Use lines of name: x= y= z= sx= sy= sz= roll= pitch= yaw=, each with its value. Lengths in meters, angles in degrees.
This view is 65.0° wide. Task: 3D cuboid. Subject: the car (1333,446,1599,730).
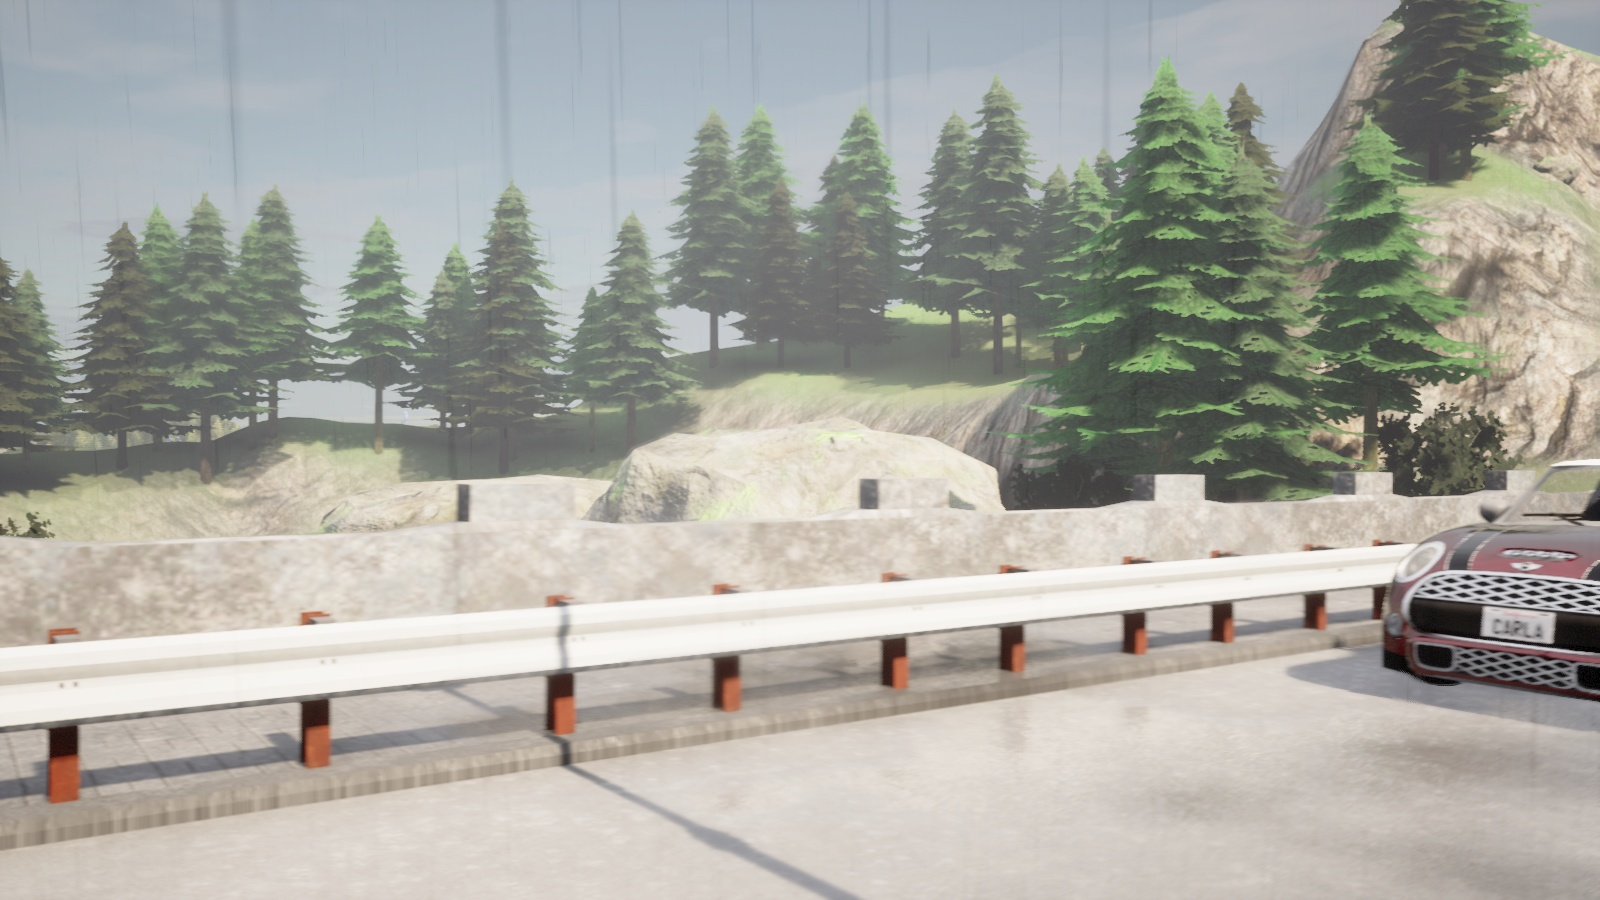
car: x=5.424 y=0.718 z=8.041 sx=3.806 sy=1.475 sz=1.970 roll=0 pitch=0 yaw=-35
